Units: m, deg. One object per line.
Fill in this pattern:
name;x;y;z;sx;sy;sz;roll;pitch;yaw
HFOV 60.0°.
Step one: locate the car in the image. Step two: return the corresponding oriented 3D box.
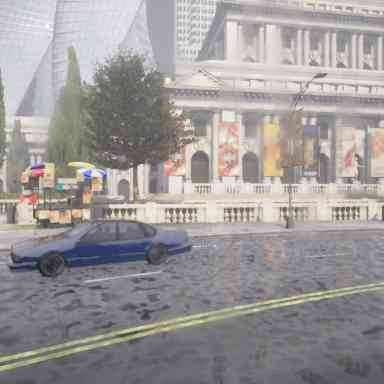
car;-2.633;1.547;10.272;5.357;1.411;2.033;0;0;-29
